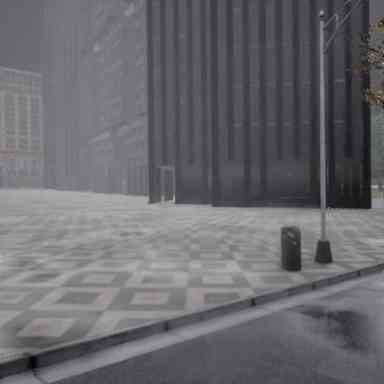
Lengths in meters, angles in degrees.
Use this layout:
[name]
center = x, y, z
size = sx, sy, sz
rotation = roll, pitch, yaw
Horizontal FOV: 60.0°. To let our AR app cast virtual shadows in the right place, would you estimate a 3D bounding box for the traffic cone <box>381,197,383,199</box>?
[traffic cone]
center = 38.045, 1.005, 66.601
size = 0.340, 0.580, 0.340
rotation = -1, 1, -22
